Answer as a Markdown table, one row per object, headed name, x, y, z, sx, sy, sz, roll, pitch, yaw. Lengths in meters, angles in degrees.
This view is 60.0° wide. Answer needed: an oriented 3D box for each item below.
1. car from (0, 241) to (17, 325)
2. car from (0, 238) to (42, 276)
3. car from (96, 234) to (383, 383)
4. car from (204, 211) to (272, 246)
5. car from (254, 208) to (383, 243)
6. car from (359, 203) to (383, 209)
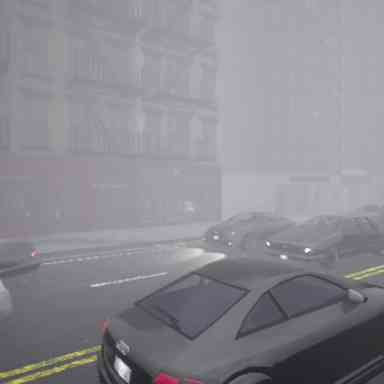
| name | x | y | z | sx | sy | sz | roll | pitch | yaw |
| --- | --- | --- | --- | --- | --- | --- | --- | --- | --- |
| car | -4.988 | 1.616 | 4.109 | 4.718 | 1.301 | 1.895 | -1 | 0 | -36 |
| car | -6.241 | 1.555 | 7.218 | 5.357 | 1.411 | 2.033 | -1 | 0 | -36 |
| car | 1.004 | 1.538 | 4.155 | 4.181 | 1.385 | 1.994 | -1 | 0 | -35 |
| car | 2.509 | 1.480 | 13.449 | 4.181 | 1.385 | 1.994 | -1 | 0 | -36 |
| car | 4.787 | 1.460 | 11.083 | 5.357 | 1.411 | 2.033 | -1 | 0 | -36 |
| car | 10.648 | 1.378 | 19.205 | 5.357 | 1.411 | 2.033 | -1 | 0 | -35 |
